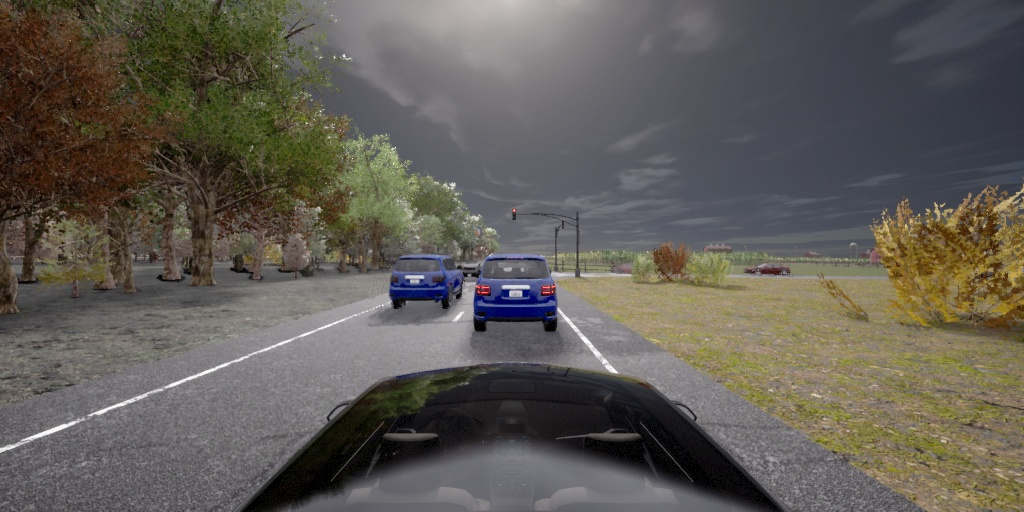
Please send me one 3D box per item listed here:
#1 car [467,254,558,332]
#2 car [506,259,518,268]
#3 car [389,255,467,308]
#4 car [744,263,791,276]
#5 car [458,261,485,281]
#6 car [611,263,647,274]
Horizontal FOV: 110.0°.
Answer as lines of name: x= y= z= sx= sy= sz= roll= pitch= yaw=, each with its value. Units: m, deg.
car: x=0.089 y=0.974 z=11.054 sx=2.150 sy=2.045 sz=5.566 roll=0 pitch=0 yaw=0
car: x=0.003 y=1.232 z=60.761 sx=1.882 sy=1.535 sz=5.008 roll=0 pitch=0 yaw=-1
car: x=-3.420 y=0.977 z=15.243 sx=2.150 sy=2.045 sz=5.566 roll=0 pitch=0 yaw=0
car: x=30.834 y=1.622 z=43.441 sx=5.008 sy=1.535 sz=1.882 roll=1 pitch=-1 yaw=0
car: x=-3.444 y=1.263 z=31.408 sx=1.837 sy=1.490 sz=4.892 roll=0 pitch=1 yaw=0
car: x=14.161 y=1.529 z=43.655 sx=4.181 sy=1.385 sz=1.994 roll=1 pitch=-1 yaw=2
